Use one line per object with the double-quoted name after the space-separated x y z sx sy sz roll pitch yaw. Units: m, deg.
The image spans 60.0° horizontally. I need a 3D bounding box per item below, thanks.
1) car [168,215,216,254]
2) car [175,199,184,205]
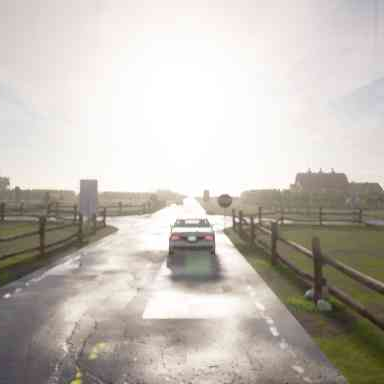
0.000 1.680 14.003 2.033 1.411 5.357 0 -1 0 "car"
-2.754 2.314 74.148 1.895 1.301 4.718 0 -1 0 "car"
